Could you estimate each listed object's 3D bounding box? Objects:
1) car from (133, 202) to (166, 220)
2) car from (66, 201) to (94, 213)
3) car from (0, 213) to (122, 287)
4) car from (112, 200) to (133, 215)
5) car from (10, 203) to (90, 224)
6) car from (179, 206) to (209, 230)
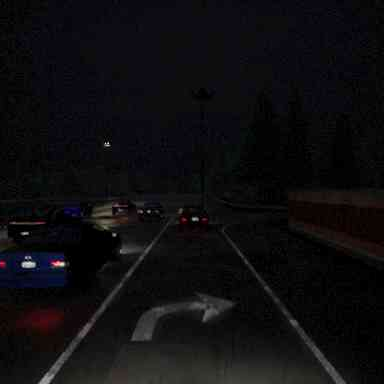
[{"bbox_3d":[-3.362,1.591,28.472,2.033,1.411,5.357,0,0,0],"label":"car"},{"bbox_3d":[-10.359,1.524,29.969,1.882,1.535,5.008,0,0,0],"label":"car"},{"bbox_3d":[-3.386,1.562,9.417,2.033,1.411,5.357,0,0,0],"label":"car"},{"bbox_3d":[-6.853,1.544,34.056,2.128,1.511,4.902,0,0,0],"label":"car"},{"bbox_3d":[-6.877,1.516,16.097,2.128,1.511,4.902,0,0,0],"label":"car"},{"bbox_3d":[0.132,1.580,21.155,2.033,1.411,5.357,0,0,0],"label":"car"}]
